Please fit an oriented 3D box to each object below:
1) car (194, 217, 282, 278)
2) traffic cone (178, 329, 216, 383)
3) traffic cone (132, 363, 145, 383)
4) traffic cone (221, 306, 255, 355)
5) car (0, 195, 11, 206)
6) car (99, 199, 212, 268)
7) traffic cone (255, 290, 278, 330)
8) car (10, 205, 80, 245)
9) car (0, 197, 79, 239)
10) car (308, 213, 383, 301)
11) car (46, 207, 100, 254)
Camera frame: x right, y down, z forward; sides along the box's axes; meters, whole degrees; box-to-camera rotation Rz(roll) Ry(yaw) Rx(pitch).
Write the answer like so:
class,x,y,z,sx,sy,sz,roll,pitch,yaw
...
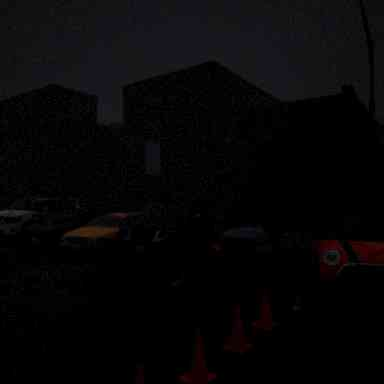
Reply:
class,x,y,z,sx,sy,sz,roll,pitch,yaw
car,1.725,1.560,10.245,2.002,1.452,4.674,0,-1,16
traffic cone,0.065,1.969,4.046,0.340,0.580,0.340,0,0,36
traffic cone,-0.521,1.966,3.236,0.340,0.580,0.340,0,0,36
traffic cone,0.652,1.972,4.856,0.340,0.580,0.340,0,0,36
car,-36.792,1.523,61.502,5.566,2.045,2.435,1,0,14
car,-0.687,1.272,11.993,2.435,2.045,5.566,1,-1,16
traffic cone,1.238,1.975,5.666,0.340,0.580,0.340,0,0,36
car,-5.560,1.563,15.518,2.163,1.488,4.792,1,-1,16
car,-7.983,1.288,17.291,2.435,2.045,5.566,1,-1,16
car,4.169,1.393,8.512,2.185,1.767,4.553,1,-1,16
car,-3.174,1.522,13.600,1.946,1.575,5.366,1,-1,16
